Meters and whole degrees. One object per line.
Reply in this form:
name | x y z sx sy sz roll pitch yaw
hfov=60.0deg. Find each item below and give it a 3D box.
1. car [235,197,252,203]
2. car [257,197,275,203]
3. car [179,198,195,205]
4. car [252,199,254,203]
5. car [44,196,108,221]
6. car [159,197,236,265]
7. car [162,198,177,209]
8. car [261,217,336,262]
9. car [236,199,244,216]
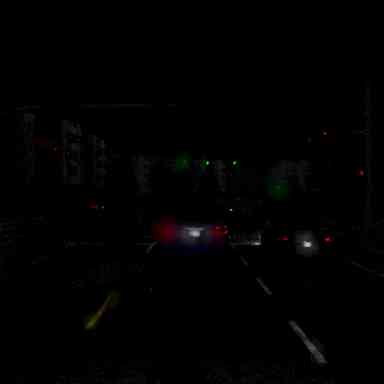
car | 11.258 1.937 76.589 1.882 1.535 5.008 0 0 38
car | 18.638 2.044 84.061 5.357 1.411 2.033 0 0 -36
car | -1.005 1.934 68.280 1.812 1.442 4.674 0 0 18
car | 13.776 2.031 84.549 4.674 1.442 1.812 0 0 -39
car | -10.051 1.394 28.826 5.566 2.045 2.150 0 -1 18
car | 0.019 1.294 12.102 2.150 2.045 5.566 0 0 -1
car | -3.459 1.794 52.834 1.882 1.535 5.008 0 0 2
car | 3.786 1.640 12.470 1.994 1.385 4.181 0 0 4
car | 3.866 1.774 35.011 1.994 1.385 4.181 0 0 0
